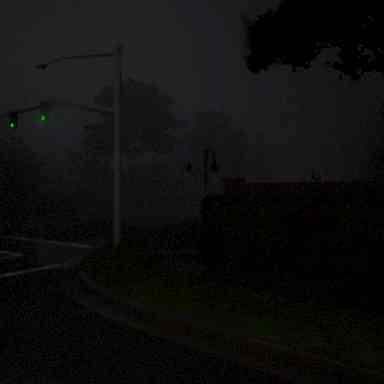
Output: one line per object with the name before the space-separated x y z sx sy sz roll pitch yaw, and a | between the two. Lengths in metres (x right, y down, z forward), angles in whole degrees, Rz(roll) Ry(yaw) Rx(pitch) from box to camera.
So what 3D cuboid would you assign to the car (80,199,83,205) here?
car | -16.013 1.122 43.510 3.806 1.475 1.970 0 0 36
